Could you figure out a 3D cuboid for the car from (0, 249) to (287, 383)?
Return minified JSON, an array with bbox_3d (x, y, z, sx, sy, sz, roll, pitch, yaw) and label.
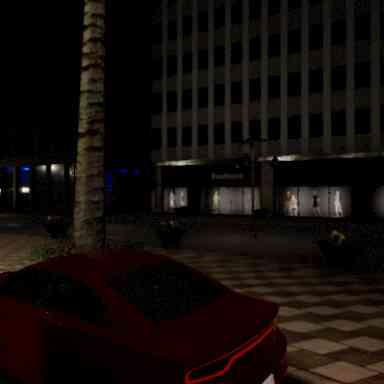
[{"bbox_3d":[-1.352,1.505,4.333,5.008,1.535,1.882,0,0,36],"label":"car"}]
